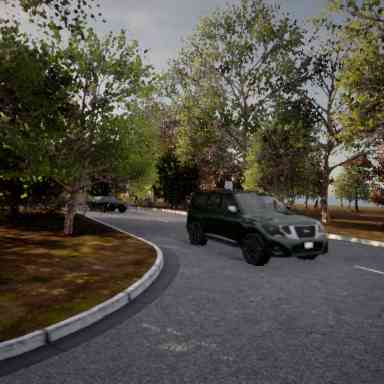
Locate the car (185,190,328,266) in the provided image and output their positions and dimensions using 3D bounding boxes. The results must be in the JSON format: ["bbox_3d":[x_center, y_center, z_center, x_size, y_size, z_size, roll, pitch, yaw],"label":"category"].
[{"bbox_3d":[1.766,0.983,11.102,2.150,2.045,5.566,1,0,-28],"label":"car"}]

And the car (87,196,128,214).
[{"bbox_3d":[-7.045,1.055,27.590,1.895,1.301,4.718,1,0,-35],"label":"car"}]
